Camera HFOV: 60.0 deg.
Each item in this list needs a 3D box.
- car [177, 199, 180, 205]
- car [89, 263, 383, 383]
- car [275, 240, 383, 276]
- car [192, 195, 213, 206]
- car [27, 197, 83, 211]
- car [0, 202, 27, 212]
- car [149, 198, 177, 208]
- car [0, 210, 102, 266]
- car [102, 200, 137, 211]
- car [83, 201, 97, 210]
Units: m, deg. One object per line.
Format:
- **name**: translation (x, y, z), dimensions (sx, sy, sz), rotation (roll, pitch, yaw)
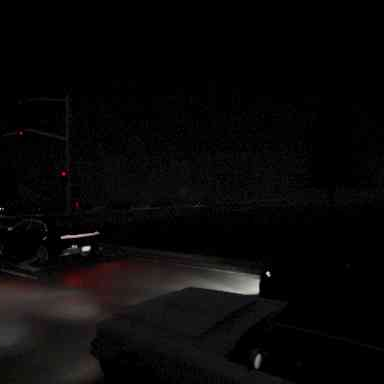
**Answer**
- **car**: translation (-4.285, 2.059, 70.378), dimensions (1.812, 1.442, 4.674), rotation (-1, 0, 35)
- **car**: translation (1.179, 1.610, 3.152), dimensions (4.718, 1.301, 1.895), rotation (-1, 0, 35)
- **car**: translation (3.329, 1.572, 5.916), dimensions (4.181, 1.385, 1.994), rotation (-1, 0, 36)
- **car**: translation (2.190, 1.670, 67.423), dimensions (2.150, 2.045, 5.566), rotation (-1, 0, 36)
- **car**: translation (-16.614, 1.672, 40.622), dimensions (2.150, 2.045, 5.566), rotation (-1, -1, 35)
- **car**: translation (-22.935, 2.040, 43.787), dimensions (1.837, 1.490, 4.892), rotation (-1, 0, 35)
- **car**: translation (-5.244, 1.804, 56.942), dimensions (2.097, 1.767, 4.553), rotation (-1, 0, 35)
- **car**: translation (-5.352, 1.629, 12.125), dimensions (4.902, 1.511, 2.128), rotation (-1, 0, 36)
- **car**: translation (-10.942, 1.943, 48.769), dimensions (2.128, 1.511, 4.902), rotation (-1, 0, 35)
- **car**: translation (-17.373, 2.084, 51.783), dimensions (2.033, 1.411, 5.357), rotation (-1, 0, 35)
